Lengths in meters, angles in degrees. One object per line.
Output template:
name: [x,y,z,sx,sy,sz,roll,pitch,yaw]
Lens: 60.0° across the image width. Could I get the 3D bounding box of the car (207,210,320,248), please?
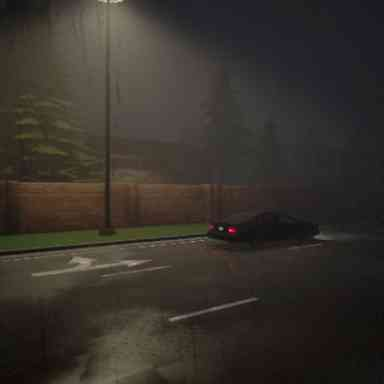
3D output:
car: [3.197,1.472,14.365,5.357,1.411,2.033,0,0,-34]
